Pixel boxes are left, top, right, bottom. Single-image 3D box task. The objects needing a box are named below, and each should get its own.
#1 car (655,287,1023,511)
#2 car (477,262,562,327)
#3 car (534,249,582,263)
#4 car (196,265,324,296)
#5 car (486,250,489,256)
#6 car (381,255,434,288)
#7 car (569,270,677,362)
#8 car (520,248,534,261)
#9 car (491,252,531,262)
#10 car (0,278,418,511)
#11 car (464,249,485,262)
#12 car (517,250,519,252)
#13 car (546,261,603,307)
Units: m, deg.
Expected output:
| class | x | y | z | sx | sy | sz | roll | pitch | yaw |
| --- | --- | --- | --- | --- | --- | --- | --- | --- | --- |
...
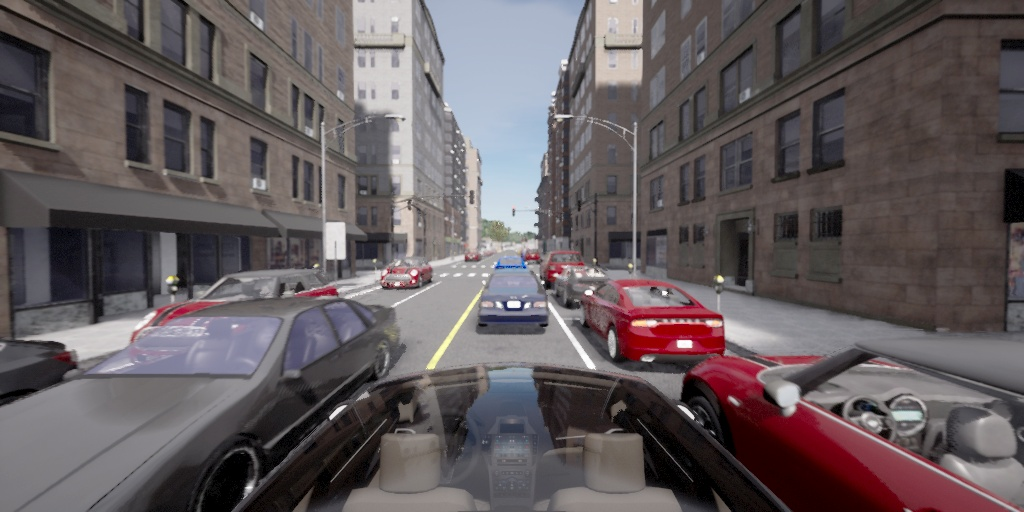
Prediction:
| class | x | y | z | sx | sy | sz | roll | pitch | yaw |
| --- | --- | --- | --- | --- | --- | --- | --- | --- | --- |
| car | 2.638 | 1.181 | 2.012 | 1.967 | 1.591 | 4.097 | 0 | 0 | 0 |
| car | 0.040 | 1.083 | 10.626 | 2.033 | 1.411 | 5.357 | 0 | 1 | 0 |
| car | 2.573 | 0.647 | 19.053 | 2.192 | 1.841 | 5.009 | 0 | 0 | 0 |
| car | -5.409 | 1.050 | 7.661 | 1.967 | 1.591 | 4.097 | 0 | 0 | 0 |
| car | -5.645 | -0.159 | 62.576 | 2.007 | 1.370 | 4.403 | 0 | 0 | 0 |
| car | -5.452 | 0.778 | 19.022 | 1.967 | 1.591 | 4.097 | 0 | 0 | 0 |
| car | 2.616 | 1.150 | 7.692 | 1.888 | 1.381 | 4.507 | 0 | 0 | 0 |
| car | 2.533 | -0.003 | 46.102 | 2.192 | 1.841 | 5.009 | 0 | 0 | 0 |
| car | -0.073 | 0.761 | 21.145 | 1.882 | 1.535 | 5.008 | 0 | 1 | 0 |
| car | -2.857 | 1.240 | 4.142 | 2.033 | 1.411 | 5.357 | 0 | 1 | 0 |
| car | -5.607 | -0.130 | 51.572 | 2.192 | 1.841 | 5.009 | 0 | 0 | 0 |
| car | 2.457 | -0.401 | 62.608 | 2.192 | 1.841 | 5.009 | 0 | 0 | 0 |
| car | 2.594 | 1.019 | 13.373 | 2.007 | 1.370 | 4.403 | 0 | 0 | 0 |
